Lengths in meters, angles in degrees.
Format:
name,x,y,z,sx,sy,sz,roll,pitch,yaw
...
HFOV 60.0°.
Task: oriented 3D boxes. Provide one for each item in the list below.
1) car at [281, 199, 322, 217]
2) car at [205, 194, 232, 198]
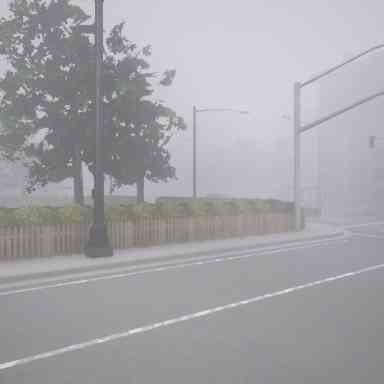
name,x,y,z,sx,sy,sz,roll,pitch,yaw
car,9.618,1.478,31.006,1.882,1.535,5.008,0,0,-35
car,3.648,1.222,39.629,2.150,2.045,5.566,0,0,-35
